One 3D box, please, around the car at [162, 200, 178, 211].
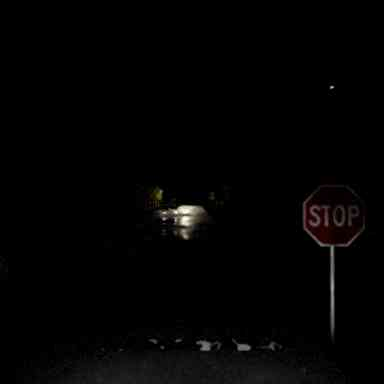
[{"bbox_3d":[-2.868,1.758,44.097,1.812,1.442,4.674,0,-1,0],"label":"car"}]
